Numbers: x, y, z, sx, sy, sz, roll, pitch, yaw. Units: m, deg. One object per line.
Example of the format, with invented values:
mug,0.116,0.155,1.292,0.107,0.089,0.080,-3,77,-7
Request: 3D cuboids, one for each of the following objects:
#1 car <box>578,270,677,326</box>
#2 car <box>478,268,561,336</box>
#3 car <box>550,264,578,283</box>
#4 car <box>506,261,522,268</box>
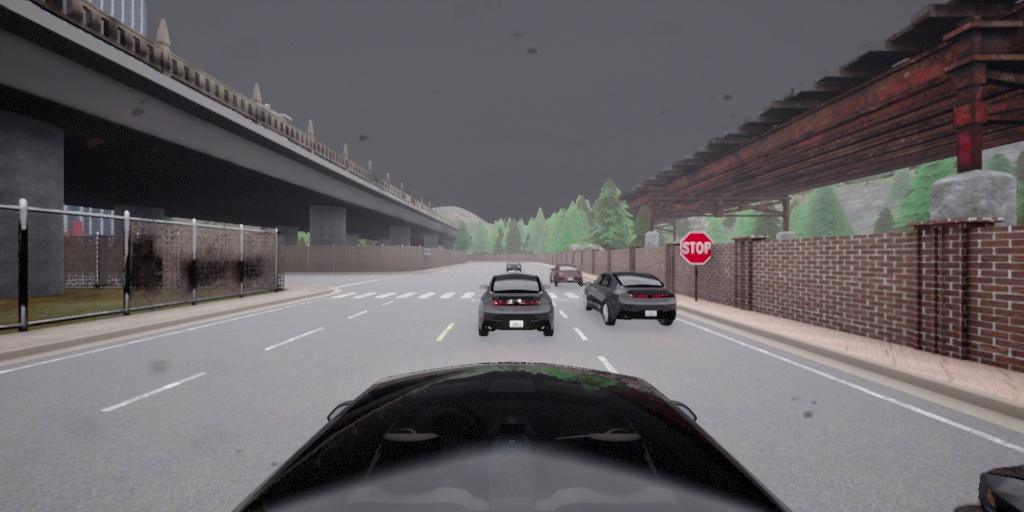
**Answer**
car,3.605,1.249,11.693,1.837,1.490,4.892,0,0,0
car,0.103,1.250,10.334,1.837,1.490,4.892,0,0,0
car,3.697,1.263,24.884,1.812,1.442,4.674,0,0,1
car,0.222,1.328,45.066,1.895,1.301,4.718,0,0,0
